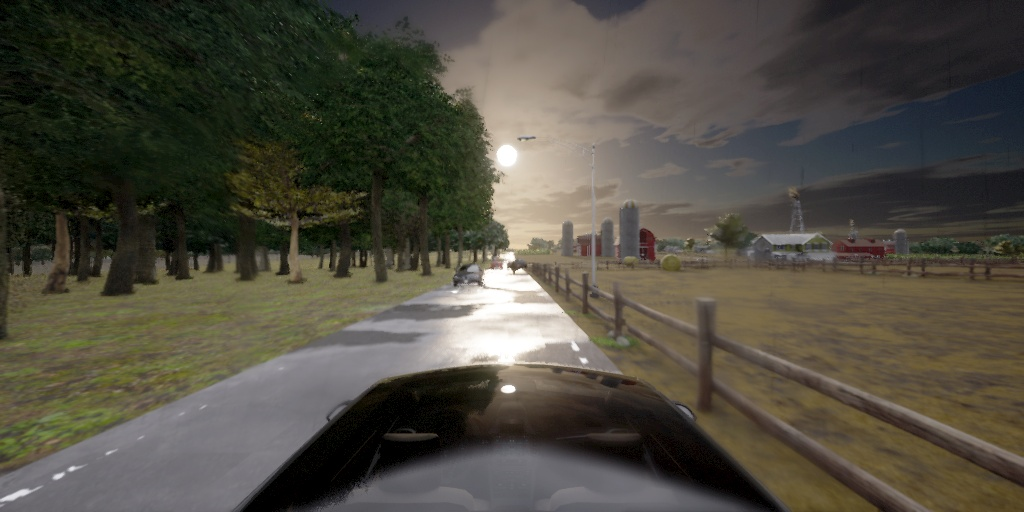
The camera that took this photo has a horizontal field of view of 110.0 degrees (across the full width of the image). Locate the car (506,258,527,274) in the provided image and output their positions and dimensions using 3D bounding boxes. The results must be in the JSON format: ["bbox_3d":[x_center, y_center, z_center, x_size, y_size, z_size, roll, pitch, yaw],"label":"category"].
[{"bbox_3d":[0.737,1.131,44.551,1.882,1.535,5.008,-24,-3,-1],"label":"car"}]

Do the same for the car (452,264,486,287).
[{"bbox_3d":[-2.852,1.295,24.636,1.812,1.442,4.674,0,0,0],"label":"car"}]
